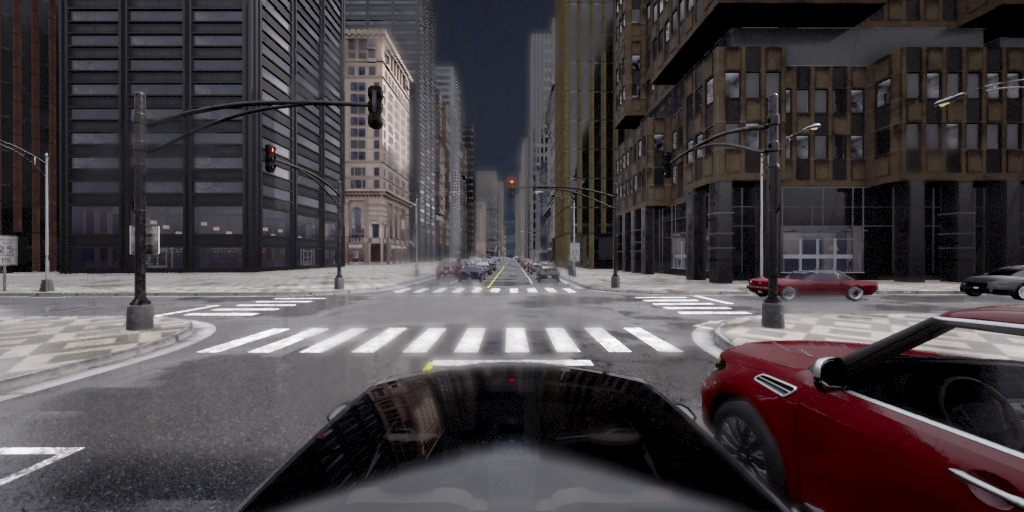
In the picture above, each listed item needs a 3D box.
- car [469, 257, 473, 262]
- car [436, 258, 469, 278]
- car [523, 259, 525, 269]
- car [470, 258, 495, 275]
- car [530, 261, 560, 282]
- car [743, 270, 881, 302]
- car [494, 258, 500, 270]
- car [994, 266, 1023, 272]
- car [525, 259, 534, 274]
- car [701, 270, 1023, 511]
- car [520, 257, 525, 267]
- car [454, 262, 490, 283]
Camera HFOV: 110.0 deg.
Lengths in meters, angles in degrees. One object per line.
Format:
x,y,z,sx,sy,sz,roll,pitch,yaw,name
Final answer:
-5.755,1.193,39.486,1.967,1.591,4.097,0,0,0,car
-5.756,1.067,33.844,2.192,1.841,5.009,0,0,0,car
2.771,1.300,45.133,1.888,1.381,4.507,0,0,0,car
-3.093,1.279,38.437,1.812,1.442,4.674,0,0,0,car
2.768,1.302,28.211,2.007,1.370,4.403,0,0,0,car
13.522,1.314,16.386,4.718,1.301,1.895,0,0,0,car
-3.083,1.304,48.806,2.033,1.411,5.357,0,0,0,car
23.668,1.196,16.434,4.892,1.490,1.837,0,0,0,car
2.770,1.304,39.493,2.007,1.370,4.403,0,0,0,car
2.763,1.065,1.238,2.192,1.841,5.009,0,0,0,car
2.774,1.199,56.414,1.967,1.591,4.097,0,0,0,car
-3.094,1.352,28.469,1.895,1.301,4.718,0,0,0,car
